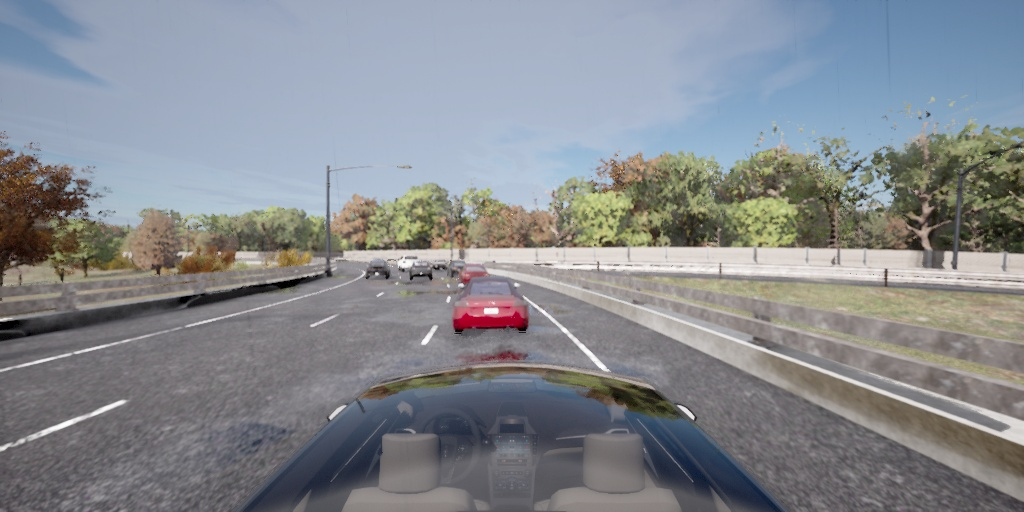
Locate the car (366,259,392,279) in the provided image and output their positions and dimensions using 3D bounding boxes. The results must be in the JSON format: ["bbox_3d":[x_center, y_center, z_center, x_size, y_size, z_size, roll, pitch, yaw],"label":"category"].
[{"bbox_3d":[-11.929,1.211,32.097,1.837,1.490,4.892,0,1,-17],"label":"car"}]

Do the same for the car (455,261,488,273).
[{"bbox_3d":[-2.466,1.241,22.898,1.812,1.442,4.674,0,0,-11],"label":"car"}]

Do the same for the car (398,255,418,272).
[{"bbox_3d":[-12.951,0.902,44.862,2.150,2.045,5.566,0,0,-24],"label":"car"}]

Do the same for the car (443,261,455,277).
[{"bbox_3d":[-4.990,1.225,33.274,1.812,1.442,4.674,0,0,-17],"label":"car"}]

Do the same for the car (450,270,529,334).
[{"bbox_3d":[-0.668,1.299,10.689,1.994,1.385,4.181,0,0,-5],"label":"car"}]

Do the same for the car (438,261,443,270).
[{"bbox_3d":[-9.479,1.280,45.562,1.895,1.301,4.718,0,0,-23],"label":"car"}]

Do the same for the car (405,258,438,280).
[{"bbox_3d":[-7.911,1.197,30.976,2.128,1.511,4.902,0,0,-16],"label":"car"}]
